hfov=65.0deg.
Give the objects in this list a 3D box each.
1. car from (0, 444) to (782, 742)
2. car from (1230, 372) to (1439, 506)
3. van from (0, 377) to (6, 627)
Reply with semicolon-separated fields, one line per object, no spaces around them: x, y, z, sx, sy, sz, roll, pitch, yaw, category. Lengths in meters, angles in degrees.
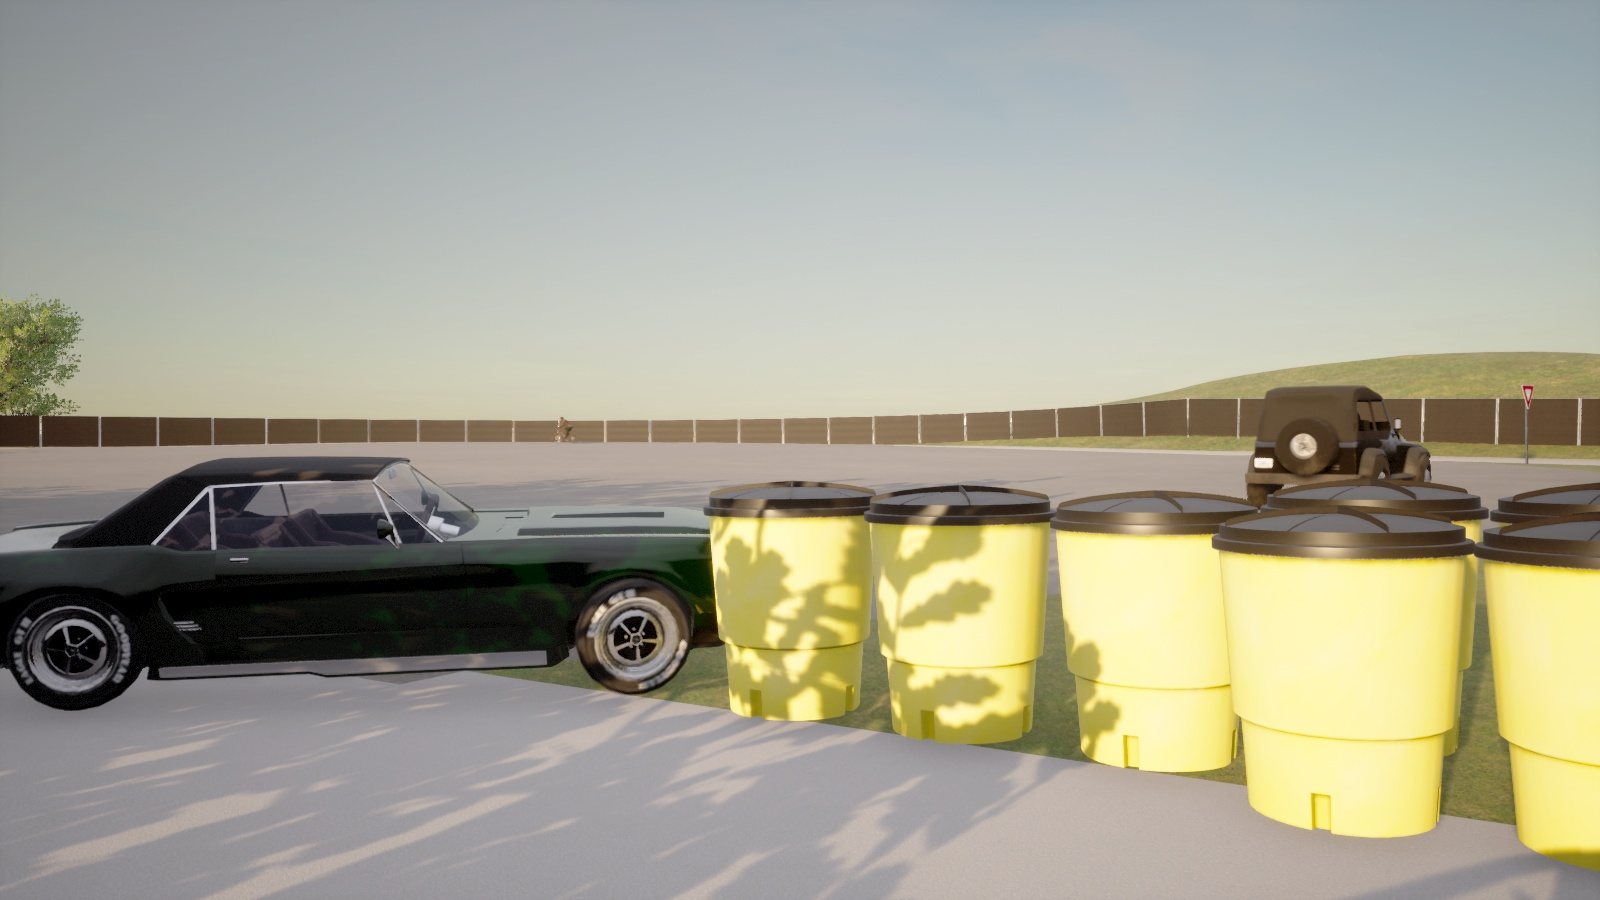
-2.603;0.738;7.619;4.718;1.301;1.895;-2;3;-9;car
8.442;-0.196;19.661;1.905;1.878;3.866;-1;1;41;car
-8.323;0.445;8.668;4.442;1.987;1.775;-1;1;-14;van
